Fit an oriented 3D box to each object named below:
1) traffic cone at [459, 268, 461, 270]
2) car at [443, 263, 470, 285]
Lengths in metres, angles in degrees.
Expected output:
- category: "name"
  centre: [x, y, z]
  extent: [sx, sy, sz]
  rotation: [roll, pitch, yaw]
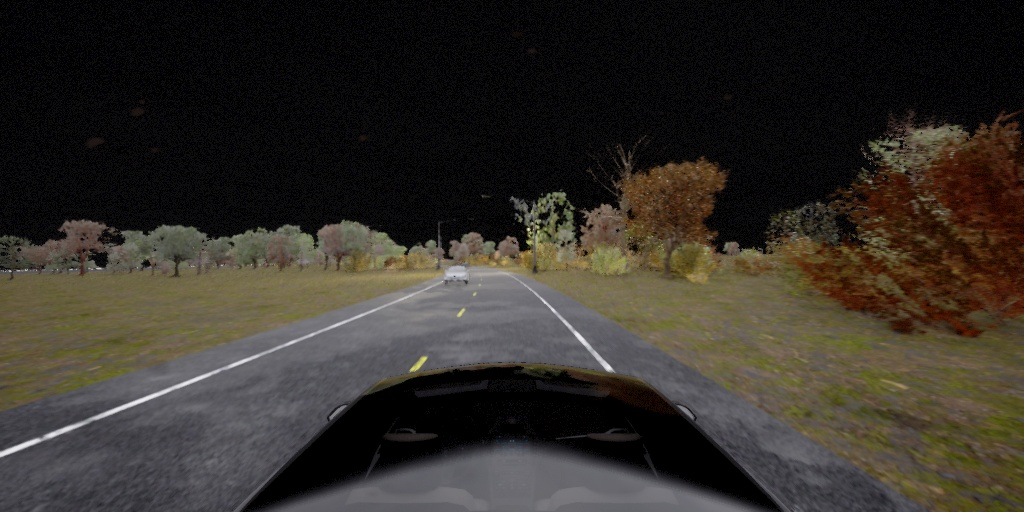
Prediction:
- category: "traffic cone"
  centre: [-7.295, 2.206, 48.023]
  extent: [0.340, 0.580, 0.340]
  rotation: [0, 0, -6]
- category: "car"
  centre: [-4.469, 1.563, 29.502]
  extent: [1.812, 1.442, 4.674]
  rotation: [0, -1, -3]
